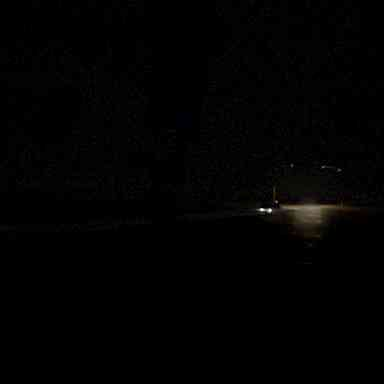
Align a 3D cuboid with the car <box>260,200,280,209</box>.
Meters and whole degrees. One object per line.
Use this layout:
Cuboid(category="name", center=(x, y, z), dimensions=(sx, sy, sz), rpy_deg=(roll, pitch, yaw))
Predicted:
Cuboid(category="car", center=(12.085, 1.939, 51.293), dimensions=(1.994, 1.385, 4.181), rpy_deg=(1, 0, 36))
